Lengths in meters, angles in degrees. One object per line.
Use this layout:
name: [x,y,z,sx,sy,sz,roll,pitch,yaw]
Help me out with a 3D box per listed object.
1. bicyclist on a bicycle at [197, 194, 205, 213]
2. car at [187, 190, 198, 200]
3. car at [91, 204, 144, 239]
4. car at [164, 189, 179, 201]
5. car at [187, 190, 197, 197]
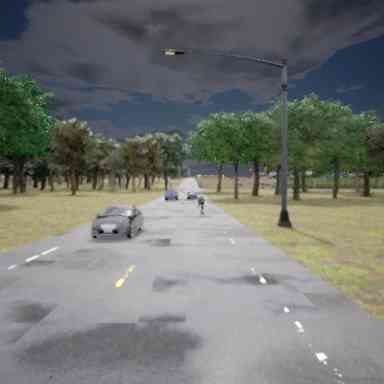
bicyclist on a bicycle: [0.978,1.210,31.685,0.582,1.620,1.656,0,0,0]
car: [0.065,0.719,60.768,1.812,1.442,4.674,0,2,1]
car: [-3.591,1.377,16.669,2.128,1.511,4.902,0,0,0]
car: [-3.519,0.493,57.800,2.150,2.045,5.566,0,2,1]
car: [0.036,0.315,75.945,2.128,1.511,4.902,0,2,0]
